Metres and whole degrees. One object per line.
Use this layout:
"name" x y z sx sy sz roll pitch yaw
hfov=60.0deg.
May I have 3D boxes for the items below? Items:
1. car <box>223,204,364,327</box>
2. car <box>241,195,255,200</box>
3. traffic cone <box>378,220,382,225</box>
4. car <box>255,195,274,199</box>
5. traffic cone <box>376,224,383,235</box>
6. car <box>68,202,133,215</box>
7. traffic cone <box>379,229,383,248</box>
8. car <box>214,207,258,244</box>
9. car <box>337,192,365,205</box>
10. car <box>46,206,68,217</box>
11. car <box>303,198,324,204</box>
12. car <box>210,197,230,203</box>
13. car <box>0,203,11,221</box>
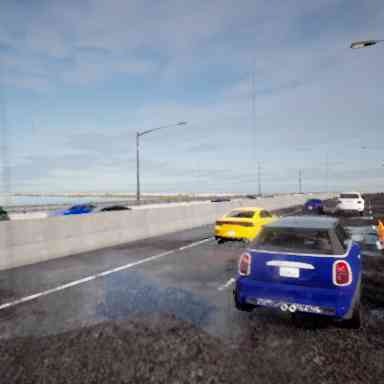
"car" 2.557 1.317 7.338 2.097 1.767 4.553 -1 0 27
"car" 10.328 1.360 60.387 1.812 1.442 4.674 -1 0 29
"traffic cone" 9.393 1.833 16.499 0.340 0.580 0.340 -1 0 27
"car" 13.212 1.305 58.373 1.837 1.490 4.892 -1 0 29
"traffic cone" 8.481 1.845 14.719 0.340 0.580 0.340 -1 0 27
"car" -5.691 1.581 22.381 1.812 1.442 4.674 -1 0 27
"traffic cone" 7.569 1.857 12.939 0.340 0.580 0.340 -1 0 27
"car" 2.672 1.437 15.249 1.882 1.535 5.008 -1 0 27
"car" 14.834 1.025 31.140 2.150 2.045 5.566 -1 0 28
"car" -8.437 1.564 24.694 1.882 1.535 5.008 -1 0 27
"car" 12.537 1.354 34.290 1.812 1.442 4.674 -1 0 28
"car" 4.843 1.506 57.556 1.895 1.301 4.718 -1 0 29
"car" -14.167 1.509 21.199 2.097 1.767 4.553 -1 0 27
